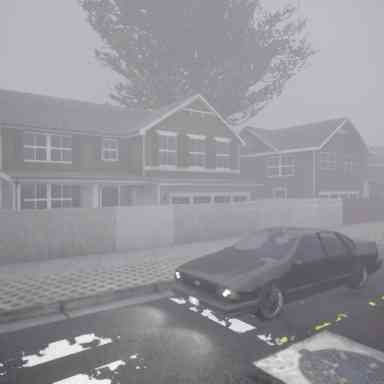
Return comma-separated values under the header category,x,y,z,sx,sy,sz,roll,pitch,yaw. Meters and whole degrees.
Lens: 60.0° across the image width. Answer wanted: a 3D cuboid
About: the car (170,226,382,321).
category,x,y,z,sx,sy,sz,roll,pitch,yaw
car,2.177,1.503,7.381,5.357,1.411,2.033,0,1,-36
